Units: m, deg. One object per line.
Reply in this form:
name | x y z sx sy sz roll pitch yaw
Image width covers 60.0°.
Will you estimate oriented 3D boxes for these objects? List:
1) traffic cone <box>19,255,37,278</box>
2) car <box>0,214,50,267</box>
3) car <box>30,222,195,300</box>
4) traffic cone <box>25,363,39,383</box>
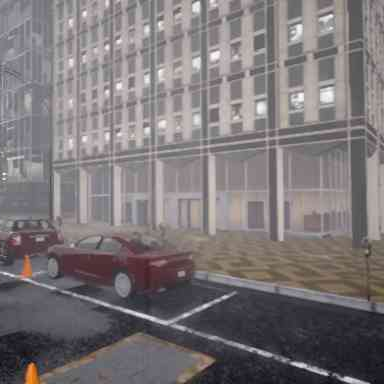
traffic cone | -4.583 2.051 9.279 0.340 0.580 0.340 0 -1 37
car | -6.448 1.557 11.915 4.097 1.590 1.967 0 -2 37
car | -2.012 1.649 8.584 4.507 1.381 1.887 0 -2 37
traffic cone | -1.583 1.993 3.280 0.340 0.580 0.340 0 -1 37
